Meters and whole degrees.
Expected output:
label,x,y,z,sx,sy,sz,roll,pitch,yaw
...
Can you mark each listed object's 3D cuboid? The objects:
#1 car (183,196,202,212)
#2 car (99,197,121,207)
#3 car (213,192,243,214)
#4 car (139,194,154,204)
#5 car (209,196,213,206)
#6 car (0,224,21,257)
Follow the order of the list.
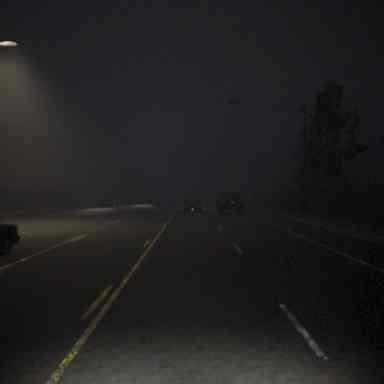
label,x,y,z,sx,sy,sz,roll,pitch,yaw
car,0.064,1.354,34.133,1.895,1.301,4.718,0,0,0
car,-10.632,1.289,43.304,1.895,1.301,4.718,0,0,0
car,3.567,0.992,32.037,2.150,2.045,5.566,0,1,0
car,-7.121,1.111,52.807,2.128,1.511,4.902,0,0,0
car,3.551,1.181,47.782,1.812,1.442,4.674,0,1,0
car,-7.111,1.477,9.723,2.033,1.411,5.357,0,0,0
